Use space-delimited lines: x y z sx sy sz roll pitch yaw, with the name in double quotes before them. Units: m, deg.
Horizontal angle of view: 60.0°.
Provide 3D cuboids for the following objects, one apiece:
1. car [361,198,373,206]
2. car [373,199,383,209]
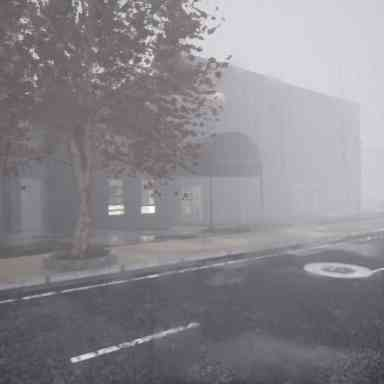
"car" 28.970 1.642 55.909 2.008 1.369 4.403 -2 0 -36
"car" 27.048 1.669 44.153 1.947 1.339 4.313 -2 0 -36
